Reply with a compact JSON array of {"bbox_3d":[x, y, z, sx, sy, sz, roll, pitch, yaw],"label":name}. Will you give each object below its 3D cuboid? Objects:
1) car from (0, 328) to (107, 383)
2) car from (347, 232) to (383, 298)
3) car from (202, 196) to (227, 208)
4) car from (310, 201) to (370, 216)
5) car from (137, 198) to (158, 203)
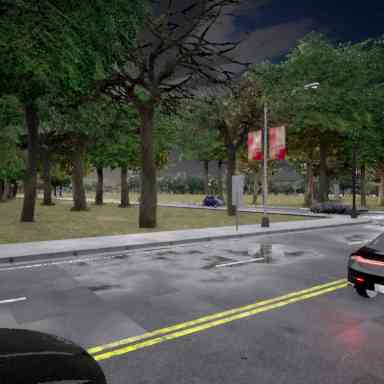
[{"bbox_3d":[-2.841,1.478,1.415,5.008,1.535,1.882,0,0,-35],"label":"car"},{"bbox_3d":[5.336,1.492,7.242,4.902,1.511,2.128,0,0,-35],"label":"car"},{"bbox_3d":[3.365,1.319,46.627,2.097,1.767,4.553,0,0,-35],"label":"car"},{"bbox_3d":[13.893,1.536,31.678,2.033,1.411,5.357,0,0,-33],"label":"car"},{"bbox_3d":[-8.544,1.506,63.556,2.033,1.411,5.357,0,0,-35],"label":"car"}]
